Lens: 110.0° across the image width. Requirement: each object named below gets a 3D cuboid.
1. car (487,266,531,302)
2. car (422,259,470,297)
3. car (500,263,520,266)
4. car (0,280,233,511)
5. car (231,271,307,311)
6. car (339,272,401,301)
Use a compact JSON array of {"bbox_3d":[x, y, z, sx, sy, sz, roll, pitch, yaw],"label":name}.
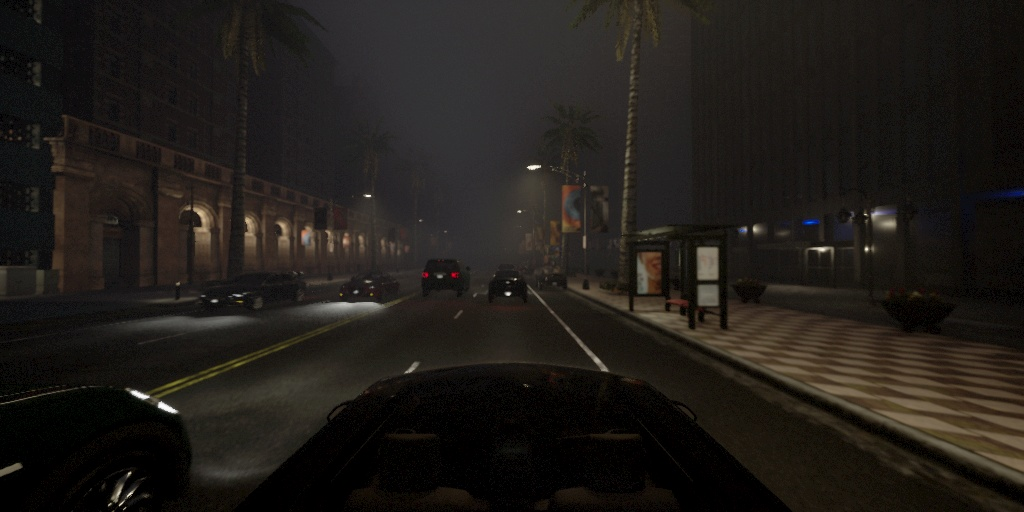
[{"bbox_3d":[-0.218,1.454,18.448,1.837,1.490,4.892,0,-1,-1],"label":"car"},{"bbox_3d":[-3.764,1.204,21.110,2.150,2.045,5.566,0,-1,-1],"label":"car"},{"bbox_3d":[-0.574,1.518,36.647,2.097,1.767,4.553,0,-1,-1],"label":"car"},{"bbox_3d":[-3.554,1.097,0.865,2.097,1.767,4.553,0,-1,1],"label":"car"},{"bbox_3d":[-10.814,1.433,15.421,1.837,1.490,4.892,0,-1,-1],"label":"car"},{"bbox_3d":[-7.355,1.527,18.875,1.994,1.385,4.181,0,-1,-1],"label":"car"}]
